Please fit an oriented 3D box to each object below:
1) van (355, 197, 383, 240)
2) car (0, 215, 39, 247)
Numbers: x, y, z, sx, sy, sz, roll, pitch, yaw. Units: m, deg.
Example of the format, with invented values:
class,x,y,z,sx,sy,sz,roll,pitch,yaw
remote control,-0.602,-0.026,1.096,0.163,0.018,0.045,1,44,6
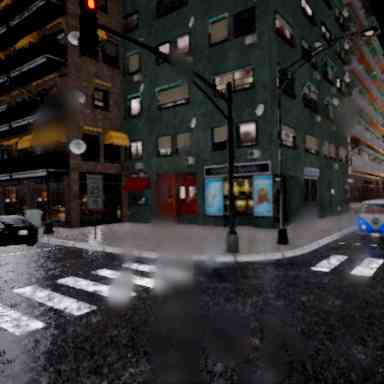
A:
class,x,y,z,sx,sy,sz,roll,pitch,yaw
van,8.828,1.223,15.398,1.690,1.788,3.998,-1,0,37
car,-8.351,1.673,14.460,4.313,1.339,1.947,-1,-1,37
